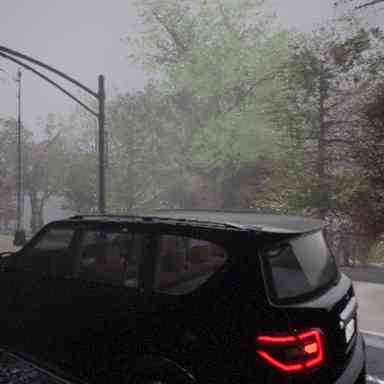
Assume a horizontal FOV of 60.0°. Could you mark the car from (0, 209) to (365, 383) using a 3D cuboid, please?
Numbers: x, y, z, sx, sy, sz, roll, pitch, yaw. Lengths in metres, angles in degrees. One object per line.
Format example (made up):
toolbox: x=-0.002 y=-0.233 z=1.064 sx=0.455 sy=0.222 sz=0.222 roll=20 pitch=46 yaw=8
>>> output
car: x=-0.884 y=1.257 z=4.325 sx=5.566 sy=2.045 sz=2.150 roll=0 pitch=0 yaw=34
